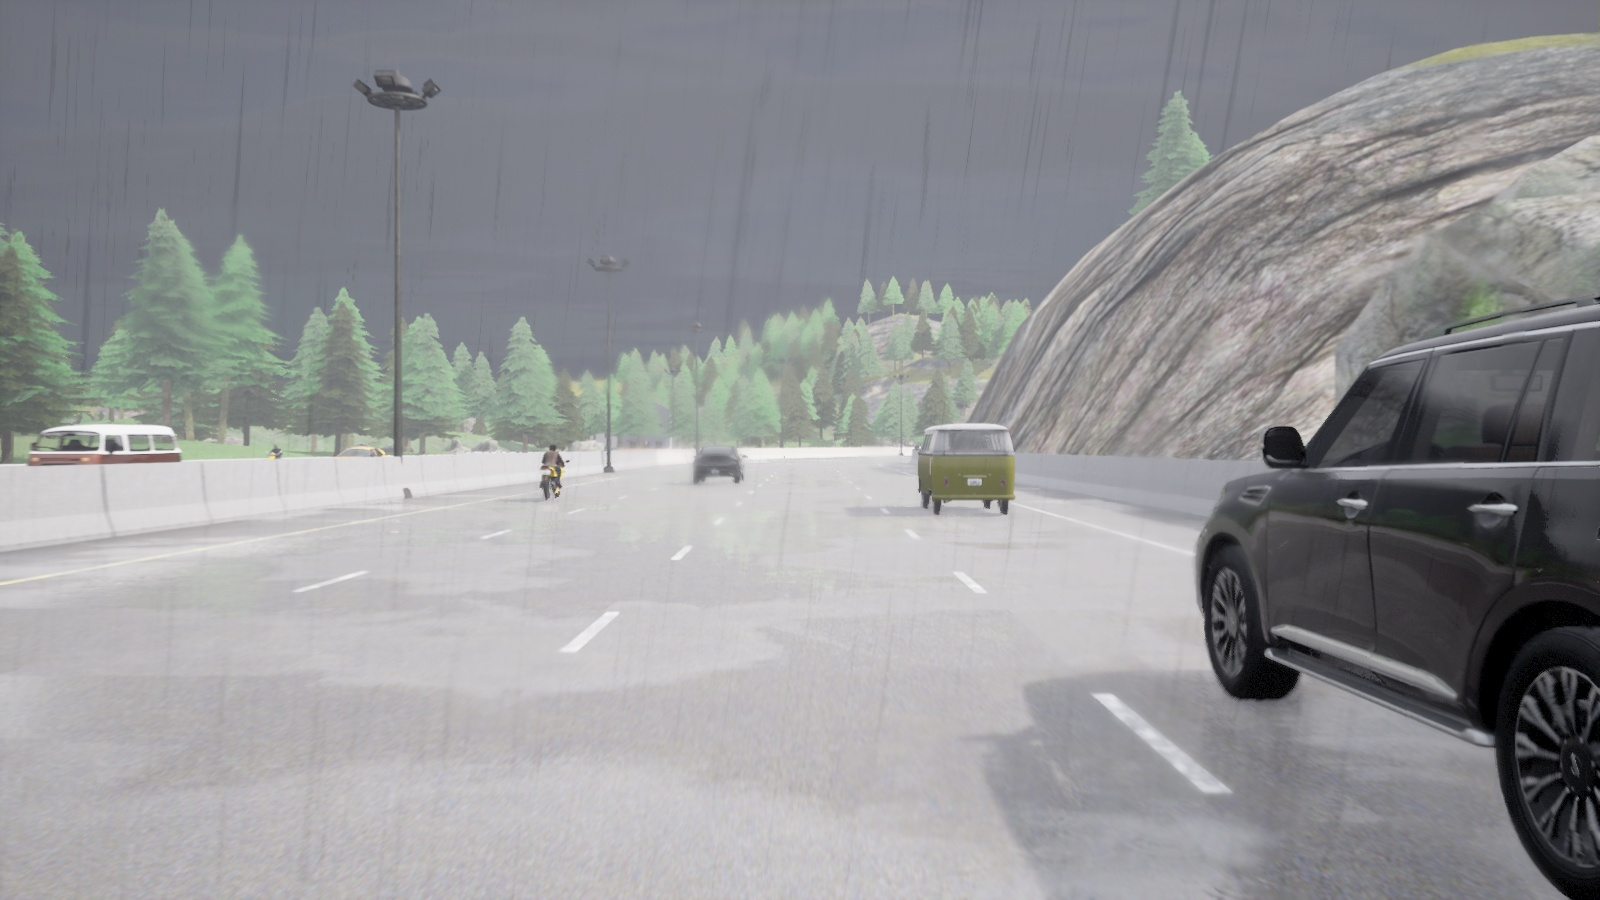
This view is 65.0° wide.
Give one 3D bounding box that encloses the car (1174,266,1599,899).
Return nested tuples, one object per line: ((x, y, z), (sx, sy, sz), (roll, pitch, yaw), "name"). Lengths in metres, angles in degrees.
((3.547, 0.448, 5.566), (2.150, 2.045, 5.566), (0, 0, 0), "car")

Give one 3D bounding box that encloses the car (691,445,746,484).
((-3.198, 0.553, 50.151), (1.837, 1.490, 4.892), (0, 0, 0), "car")

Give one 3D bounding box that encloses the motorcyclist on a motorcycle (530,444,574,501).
((-6.788, 0.589, 34.439), (0.797, 1.523, 2.044), (0, 0, 0), "motorcyclist on a motorcycle")

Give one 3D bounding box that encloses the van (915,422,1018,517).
((3.678, 0.392, 28.457), (1.775, 1.987, 4.442), (0, 0, 0), "van")

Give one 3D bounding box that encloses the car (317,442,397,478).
((-20.648, 0.439, 58.788), (1.801, 1.575, 5.366), (0, 0, 0), "car")

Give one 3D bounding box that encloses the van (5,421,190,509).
((-17.306, 0.334, 31.237), (2.069, 2.038, 4.480), (0, 0, 0), "van")
